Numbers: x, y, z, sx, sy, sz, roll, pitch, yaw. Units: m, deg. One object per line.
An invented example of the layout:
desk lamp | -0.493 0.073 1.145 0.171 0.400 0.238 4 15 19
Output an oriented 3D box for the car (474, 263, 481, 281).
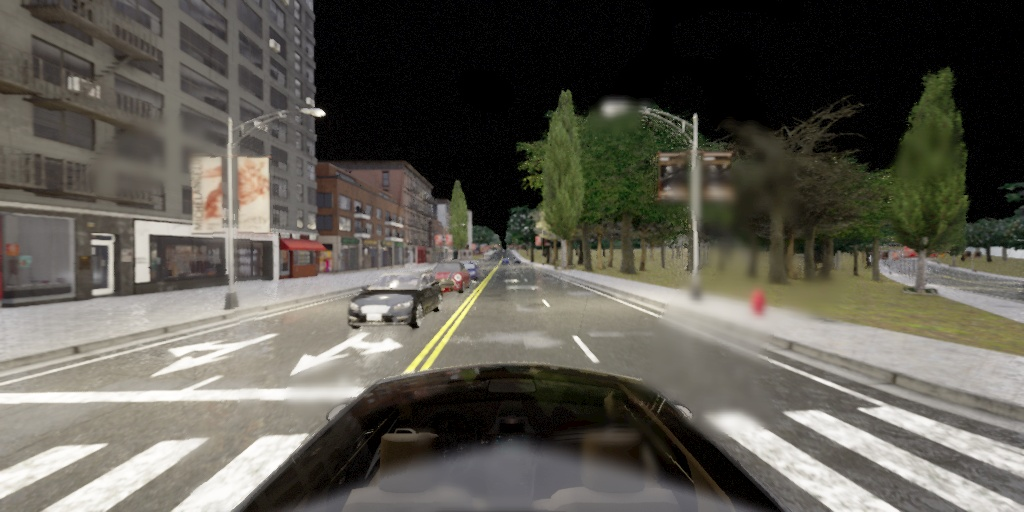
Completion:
car | -3.762 1.310 30.550 1.812 1.442 4.674 0 0 -1

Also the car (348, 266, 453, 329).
car | -3.441 1.254 11.376 2.128 1.511 4.902 0 0 0

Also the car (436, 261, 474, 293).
car | -3.623 1.119 20.577 2.097 1.767 4.553 0 0 -1
